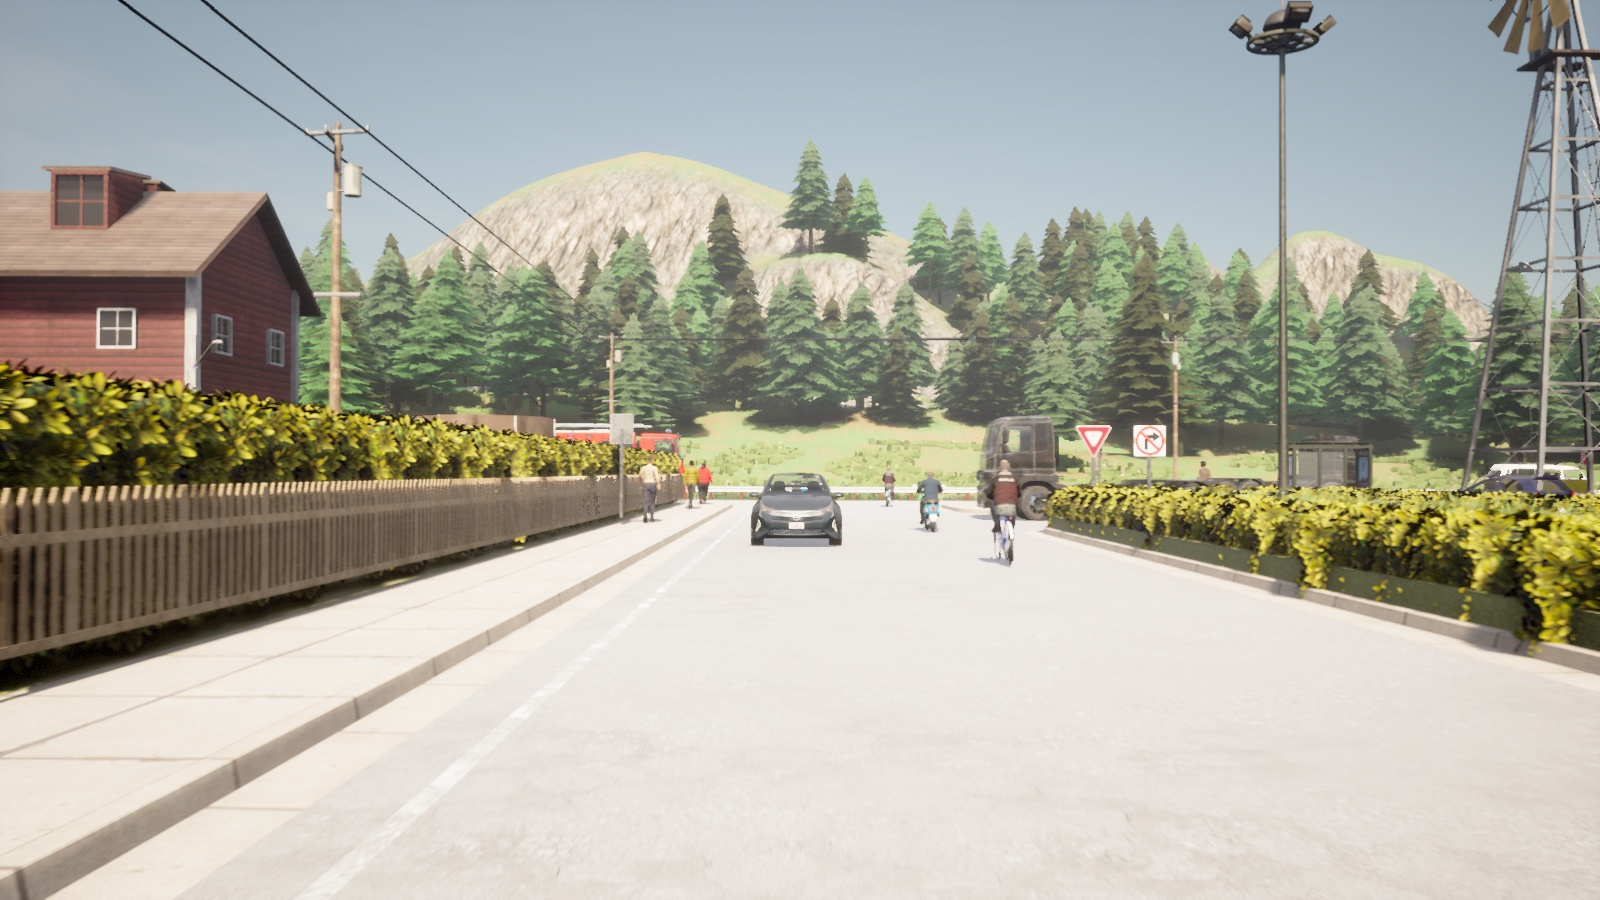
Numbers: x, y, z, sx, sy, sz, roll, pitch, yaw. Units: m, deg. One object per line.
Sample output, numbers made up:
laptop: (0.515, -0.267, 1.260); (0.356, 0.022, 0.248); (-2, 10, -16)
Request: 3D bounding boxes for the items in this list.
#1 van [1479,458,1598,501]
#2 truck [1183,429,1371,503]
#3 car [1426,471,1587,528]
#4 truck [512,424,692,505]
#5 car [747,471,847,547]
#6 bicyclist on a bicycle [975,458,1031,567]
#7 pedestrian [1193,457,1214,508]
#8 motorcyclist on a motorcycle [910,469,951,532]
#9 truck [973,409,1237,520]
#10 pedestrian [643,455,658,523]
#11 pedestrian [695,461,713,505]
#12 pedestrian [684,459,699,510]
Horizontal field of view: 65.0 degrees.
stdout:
van: (35.627, 1.410, 60.647); (4.480, 2.038, 2.069); (0, -1, 0)
truck: (22.941, 0.757, 60.695); (7.936, 3.462, 2.891); (0, -1, 0)
car: (19.624, 1.338, 35.054); (1.845, 1.501, 3.633); (0, -1, -17)
truck: (-9.564, 0.712, 61.179); (8.468, 3.827, 2.891); (0, -1, -7)
car: (-0.066, 1.223, 27.563); (2.007, 1.525, 4.514); (0, -1, 0)
bicyclist on a bicycle: (3.448, 1.031, 21.469); (0.659, 1.776, 1.843); (0, -1, 0)
pedestrian: (14.419, 1.164, 44.911); (0.328, 1.805, 0.869); (0, -1, -10)
motorcyclist on a motorcycle: (3.421, 1.308, 33.069); (0.866, 1.590, 1.817); (0, -1, 0)
truck: (9.792, 0.480, 41.030); (7.936, 3.462, 2.891); (0, -1, 2)
pedestrian: (-4.057, 1.057, 34.103); (0.345, 1.836, 0.594); (0, -1, -1)
pedestrian: (-4.028, 1.368, 52.654); (0.634, 1.844, 0.899); (0, -1, 2)
pedestrian: (-3.981, 1.257, 46.043); (0.431, 1.840, 0.709); (0, -1, 6)
